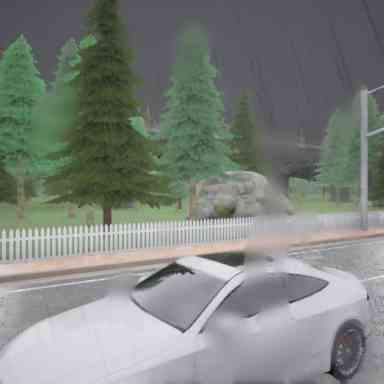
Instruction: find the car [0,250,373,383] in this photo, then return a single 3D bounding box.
[{"bbox_3d":[0.314,1.525,4.035,4.674,1.442,1.812,0,0,-32],"label":"car"}]
